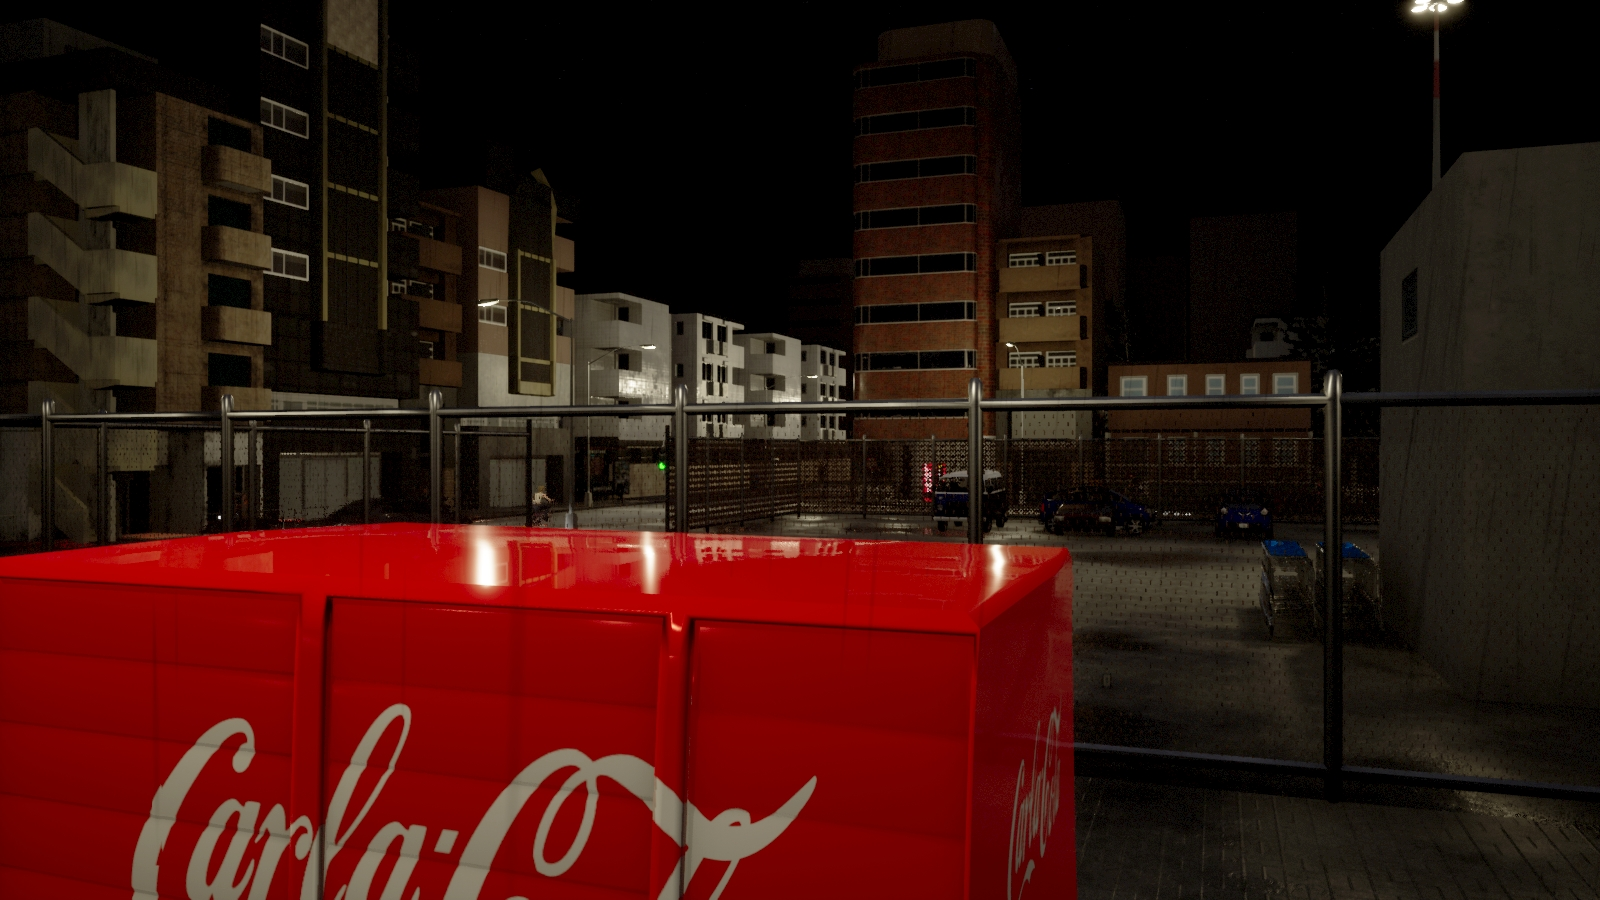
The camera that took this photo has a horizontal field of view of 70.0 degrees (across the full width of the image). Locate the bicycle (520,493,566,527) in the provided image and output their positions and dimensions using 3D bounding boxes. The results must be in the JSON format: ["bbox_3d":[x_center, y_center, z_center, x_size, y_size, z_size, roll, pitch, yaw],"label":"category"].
[{"bbox_3d":[-8.826,2.044,39.279,0.859,1.080,1.487,0,0,20],"label":"bicycle"}]

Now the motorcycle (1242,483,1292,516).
[{"bbox_3d":[18.535,1.962,45.352,1.805,1.236,0.856,0,0,20],"label":"motorcycle"}]

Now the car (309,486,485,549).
[{"bbox_3d":[-11.348,1.851,32.571,2.163,1.488,4.792,0,0,20],"label":"car"}]

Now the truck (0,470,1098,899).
[{"bbox_3d":[-1.648,1.349,4.450,5.204,2.467,2.627,0,0,20],"label":"truck"}]
